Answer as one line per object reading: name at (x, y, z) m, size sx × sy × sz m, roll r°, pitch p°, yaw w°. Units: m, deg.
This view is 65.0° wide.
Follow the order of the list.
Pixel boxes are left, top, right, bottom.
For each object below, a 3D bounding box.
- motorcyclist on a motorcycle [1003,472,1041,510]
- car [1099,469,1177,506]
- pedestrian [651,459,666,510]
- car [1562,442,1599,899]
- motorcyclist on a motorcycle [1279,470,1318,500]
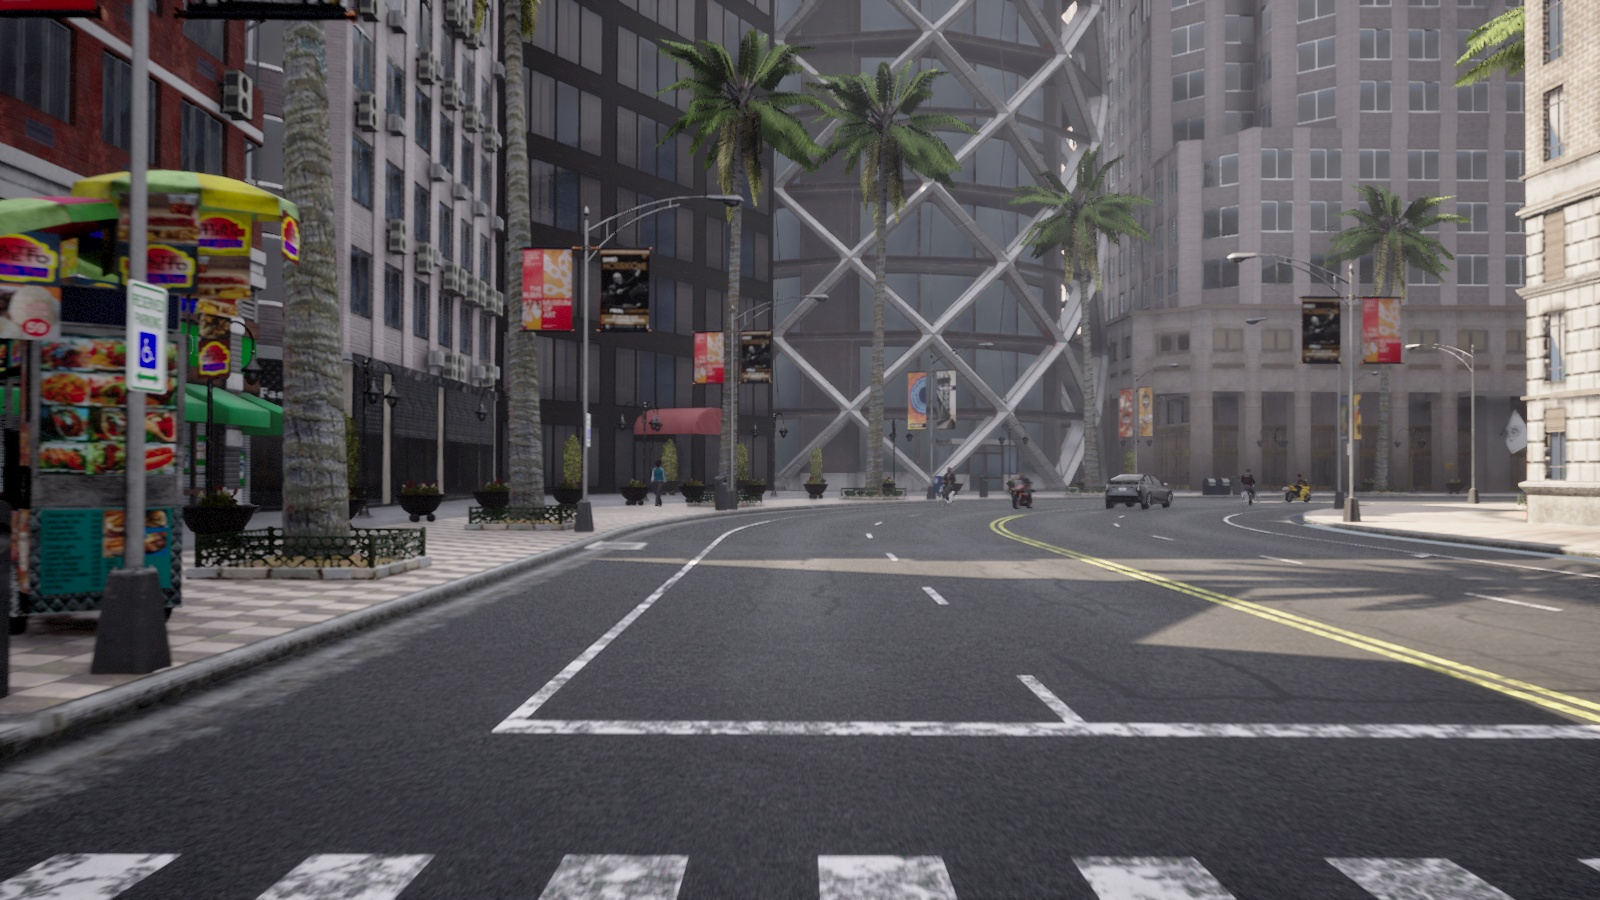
motorcyclist on a motorcycle at (9.254, 1.689, 52.336) m, size 0.866 × 1.530 × 2.191 m, roll -1°, pitch -1°, yaw 29°
car at (14.724, 1.616, 54.521) m, size 2.007 × 1.525 × 4.514 m, roll -1°, pitch -1°, yaw 33°
pedestrian at (-5.392, 1.295, 47.866) m, size 0.396 × 1.930 × 0.692 m, roll 0°, pitch -1°, yaw 10°
car at (3.496, 0.758, 1.632) m, size 2.033 × 1.649 × 4.856 m, roll 0°, pitch -1°, yaw 0°
motorcyclist on a motorcycle at (25.869, 1.784, 65.114) m, size 2.044 × 1.523 × 0.797 m, roll 0°, pitch -1°, yaw -31°
